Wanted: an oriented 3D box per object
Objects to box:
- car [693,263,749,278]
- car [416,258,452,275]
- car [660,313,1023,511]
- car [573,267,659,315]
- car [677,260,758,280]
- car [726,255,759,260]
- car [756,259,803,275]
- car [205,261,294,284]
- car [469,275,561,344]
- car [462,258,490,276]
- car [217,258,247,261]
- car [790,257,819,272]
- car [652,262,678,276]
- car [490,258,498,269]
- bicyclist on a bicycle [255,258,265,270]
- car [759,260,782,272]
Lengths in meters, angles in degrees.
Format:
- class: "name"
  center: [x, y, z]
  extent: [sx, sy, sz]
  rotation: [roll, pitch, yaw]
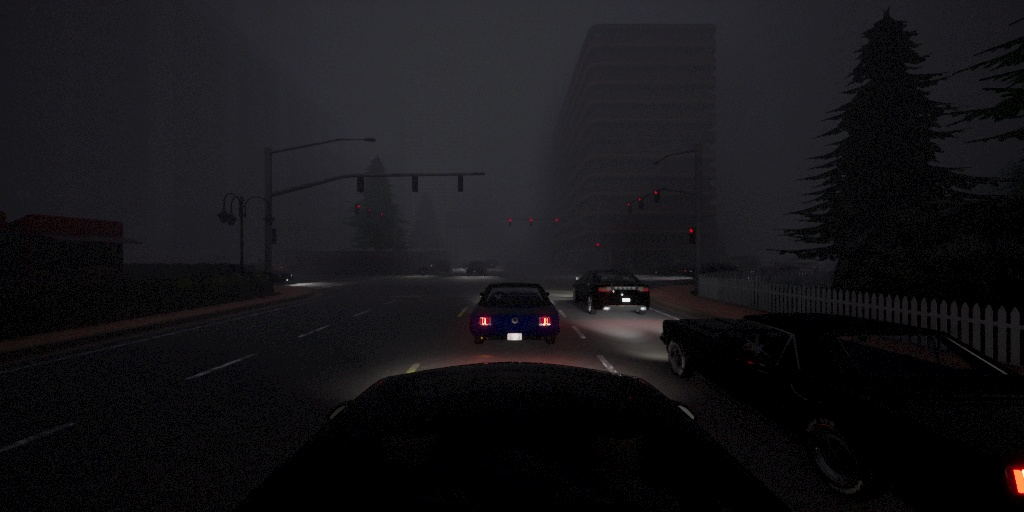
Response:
- class: "car"
  center: [19.562, 1.295, 33.639]
  extent: [4.718, 1.301, 1.895]
  rotation: [0, 0, -18]
- class: "car"
  center: [-8.410, 1.098, 38.973]
  extent: [2.097, 1.767, 4.553]
  rotation: [0, 0, 20]
- class: "car"
  center: [3.600, 1.351, 4.386]
  extent: [1.895, 1.301, 4.718]
  rotation: [0, 0, 0]
- class: "car"
  center: [3.584, 1.228, 13.706]
  extent: [1.882, 1.535, 5.008]
  rotation: [0, 0, 0]
- class: "car"
  center: [16.513, 1.242, 28.863]
  extent: [5.357, 1.411, 2.033]
  rotation: [0, 0, -14]
- class: "car"
  center: [25.640, 0.916, 40.091]
  extent: [5.566, 2.045, 2.150]
  rotation: [0, 0, -31]
- class: "car"
  center: [27.911, 1.295, 37.402]
  extent: [4.718, 1.301, 1.895]
  rotation: [0, 0, -31]
- class: "car"
  center: [-17.917, 1.242, 24.337]
  extent: [5.357, 1.411, 2.033]
  rotation: [0, 0, 0]
- class: "car"
  center: [0.072, 1.351, 9.500]
  extent: [1.895, 1.301, 4.718]
  rotation: [0, 0, 0]
- class: "car"
  center: [-3.613, 1.237, 36.704]
  extent: [1.837, 1.490, 4.892]
  rotation: [0, 0, 0]
- class: "car"
  center: [-29.116, 1.220, 34.926]
  extent: [4.674, 1.442, 1.812]
  rotation: [0, 0, 0]
- class: "car"
  center: [36.245, 0.914, 44.149]
  extent: [2.150, 2.045, 5.566]
  rotation: [0, 0, 43]
- class: "car"
  center: [16.580, 1.295, 36.488]
  extent: [4.718, 1.301, 1.895]
  rotation: [0, 0, -14]
- class: "car"
  center: [-3.605, 1.227, 56.140]
  extent: [1.882, 1.535, 5.008]
  rotation: [0, 0, 0]
- class: "bicyclist on a bicycle"
  center: [-27.897, 0.996, 39.744]
  extent: [0.582, 1.620, 1.656]
  rotation: [0, 0, 0]
- class: "car"
  center: [33.369, 1.220, 46.212]
  extent: [1.812, 1.442, 4.674]
  rotation: [0, 0, 42]
